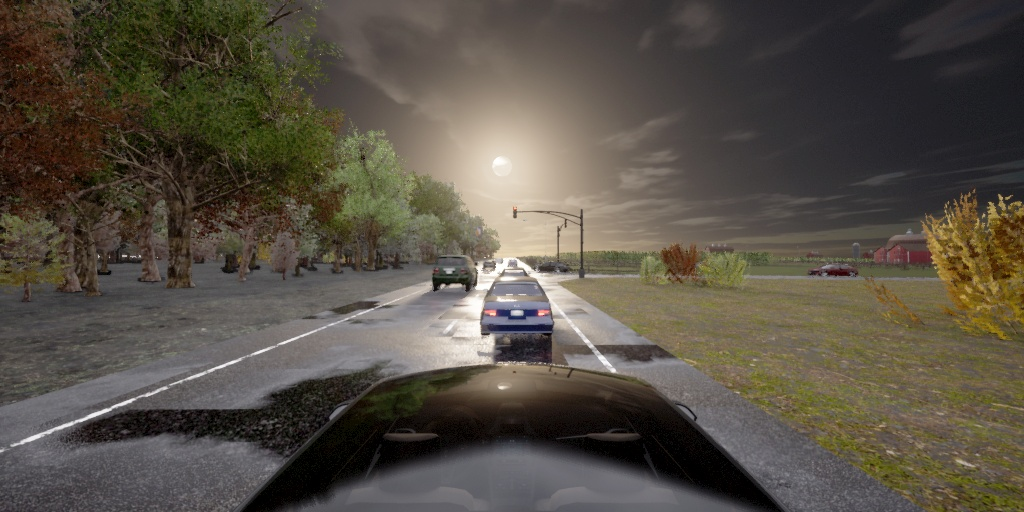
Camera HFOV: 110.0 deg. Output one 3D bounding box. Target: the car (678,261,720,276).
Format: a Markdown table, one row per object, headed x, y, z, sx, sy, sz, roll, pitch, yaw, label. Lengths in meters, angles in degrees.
| x | y | z | sx | sy | sz | roll | pitch | yaw | label |
| --- | --- | --- | --- | --- | --- | --- | --- | --- | --- |
| 21.811 | 1.397 | 41.748 | 4.553 | 1.767 | 2.097 | 1 | -1 | 0 | car |

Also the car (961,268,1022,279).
| x | y | z | sx | sy | sz | roll | pitch | yaw | label |
| --- | --- | --- | --- | --- | --- | --- | --- | --- | --- |
| 51.436 | 1.910 | 37.965 | 4.718 | 1.301 | 1.895 | 1 | -1 | 1 | car |

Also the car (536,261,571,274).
| x | y | z | sx | sy | sz | roll | pitch | yaw | label |
| --- | --- | --- | --- | --- | --- | --- | --- | --- | --- |
| 4.915 | 1.383 | 44.839 | 4.892 | 1.490 | 1.837 | 2 | 2 | 35 | car |

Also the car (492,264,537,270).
| x | y | z | sx | sy | sz | roll | pitch | yaw | label |
| --- | --- | --- | --- | --- | --- | --- | --- | --- | --- |
| 0.114 | 1.318 | 19.638 | 1.994 | 1.385 | 4.181 | 0 | 0 | 0 | car |

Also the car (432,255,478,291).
| x | y | z | sx | sy | sz | roll | pitch | yaw | label |
| --- | --- | --- | --- | --- | --- | --- | --- | --- | --- |
| -3.396 | 0.975 | 22.199 | 2.150 | 2.045 | 5.566 | 0 | 0 | 1 | car |

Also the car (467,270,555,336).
| x | y | z | sx | sy | sz | roll | pitch | yaw | label |
| --- | --- | --- | --- | --- | --- | --- | --- | --- | --- |
| 0.105 | 1.300 | 10.396 | 2.033 | 1.411 | 5.357 | 0 | 0 | 0 | car |

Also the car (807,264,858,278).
| x | y | z | sx | sy | sz | roll | pitch | yaw | label |
| --- | --- | --- | --- | --- | --- | --- | --- | --- | --- |
| 37.169 | 1.691 | 41.663 | 5.008 | 1.535 | 1.882 | 1 | -1 | 0 | car |

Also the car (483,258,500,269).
| x | y | z | sx | sy | sz | roll | pitch | yaw | label |
| --- | --- | --- | --- | --- | --- | --- | --- | --- | --- |
| -3.377 | 1.248 | 54.375 | 2.128 | 1.511 | 4.902 | 0 | 0 | 0 | car |
